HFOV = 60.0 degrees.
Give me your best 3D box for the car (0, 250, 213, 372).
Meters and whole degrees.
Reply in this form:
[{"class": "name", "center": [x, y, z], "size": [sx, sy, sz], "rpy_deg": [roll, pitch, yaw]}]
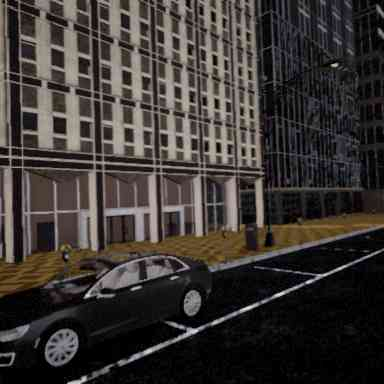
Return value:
[{"class": "car", "center": [-1.445, 1.821, 6.096], "size": [2.008, 1.369, 4.403], "rpy_deg": [-4, -3, 44]}]
